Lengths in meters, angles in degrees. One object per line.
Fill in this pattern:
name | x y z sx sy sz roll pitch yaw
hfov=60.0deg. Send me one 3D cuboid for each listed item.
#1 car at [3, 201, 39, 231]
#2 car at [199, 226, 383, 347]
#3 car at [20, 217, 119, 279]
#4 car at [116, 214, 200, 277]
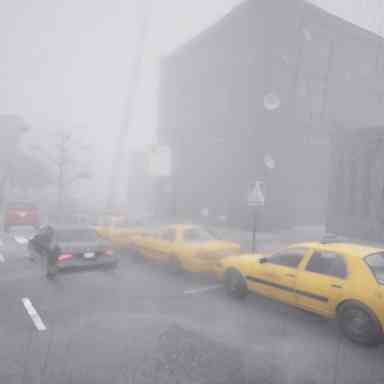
car | -12.518 1.679 24.455 2.150 2.045 5.566 2 -1 -28
car | 2.559 1.664 6.814 1.946 1.575 5.366 1 -2 -34
car | -4.132 1.771 10.989 2.033 1.411 5.357 1 -2 -33
car | -0.545 1.742 11.384 1.946 1.575 5.366 1 -2 -34
